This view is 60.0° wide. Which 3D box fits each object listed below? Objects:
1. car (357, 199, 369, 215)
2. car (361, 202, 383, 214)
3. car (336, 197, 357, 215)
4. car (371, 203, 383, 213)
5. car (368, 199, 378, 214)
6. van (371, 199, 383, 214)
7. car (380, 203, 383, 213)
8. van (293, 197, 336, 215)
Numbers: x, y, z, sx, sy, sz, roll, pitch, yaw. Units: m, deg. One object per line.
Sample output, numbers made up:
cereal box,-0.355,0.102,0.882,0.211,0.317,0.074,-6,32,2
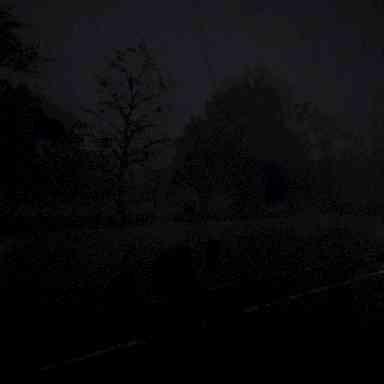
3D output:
car,18.462,1.962,41.255,1.946,1.575,5.366,2,-1,-35
car,27.275,2.317,47.752,2.097,1.535,5.008,2,-1,-35
car,16.090,1.630,39.828,2.435,2.045,5.566,2,-1,-35
car,29.633,2.411,49.431,2.097,1.535,5.008,2,-1,-35
car,20.611,2.054,43.005,2.231,1.521,4.892,2,-1,-35
van,22.802,1.917,44.716,1.878,1.987,4.442,2,-1,-35
car,31.889,2.502,51.036,2.231,1.521,4.892,2,-1,-35
van,13.683,1.579,38.223,1.878,1.987,4.442,2,-1,-35
